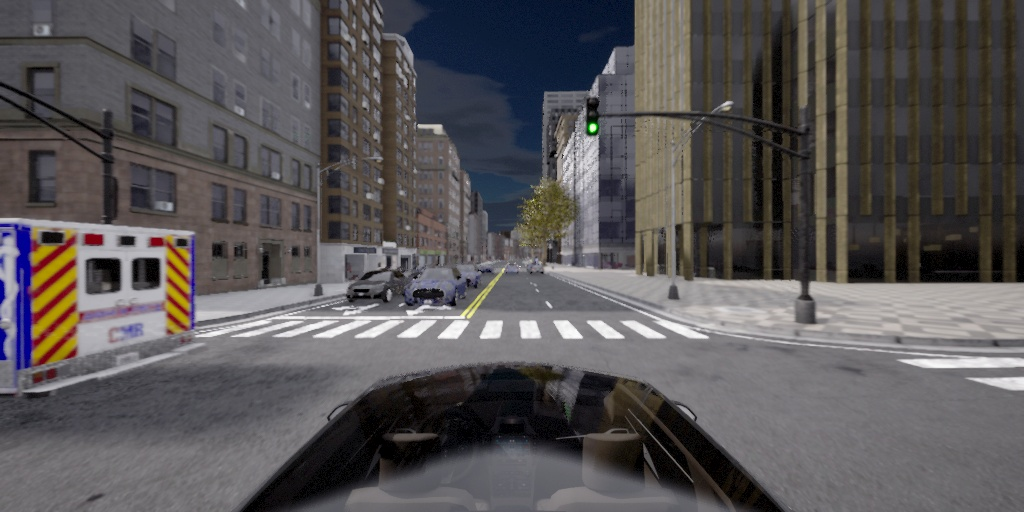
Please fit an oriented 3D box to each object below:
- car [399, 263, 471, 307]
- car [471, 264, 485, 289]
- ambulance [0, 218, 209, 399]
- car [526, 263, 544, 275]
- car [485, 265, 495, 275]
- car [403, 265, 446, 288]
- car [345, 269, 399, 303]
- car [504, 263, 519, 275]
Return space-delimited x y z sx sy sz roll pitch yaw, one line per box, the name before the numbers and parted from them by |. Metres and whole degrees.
car | -3.348 1.266 16.529 2.097 1.767 4.553 0 -1 0
car | -3.350 1.362 25.867 2.097 1.767 4.553 0 -1 0
ambulance | -8.474 0.786 5.217 6.366 2.431 2.351 0 0 0
car | 3.243 1.760 47.545 2.033 1.411 5.357 0 -1 0
car | -3.303 1.828 47.557 1.895 1.301 4.718 0 -1 1
car | -6.599 1.526 27.729 2.128 1.511 4.902 0 0 0
car | -6.596 1.442 18.104 1.837 1.490 4.892 0 -1 0
car | -0.007 1.767 47.545 2.033 1.411 5.357 0 -1 0
